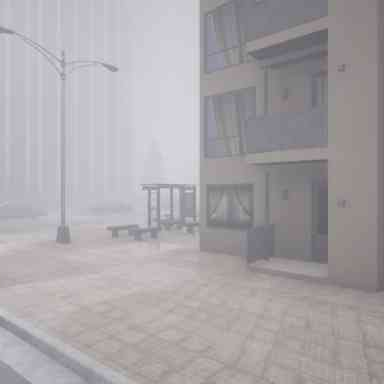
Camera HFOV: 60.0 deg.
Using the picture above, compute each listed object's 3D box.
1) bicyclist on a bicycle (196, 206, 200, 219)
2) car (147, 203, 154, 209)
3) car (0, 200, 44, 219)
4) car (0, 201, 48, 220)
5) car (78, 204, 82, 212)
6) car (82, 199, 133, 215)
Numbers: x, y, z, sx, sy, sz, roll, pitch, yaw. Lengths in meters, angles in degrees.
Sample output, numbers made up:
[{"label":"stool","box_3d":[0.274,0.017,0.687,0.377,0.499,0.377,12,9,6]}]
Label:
[{"label":"bicyclist on a bicycle","box_3d":[0.940,1.356,26.674,1.656,1.620,0.582,0,0,40]},{"label":"car","box_3d":[-3.540,1.275,45.405,2.150,2.045,5.566,0,0,41]},{"label":"car","box_3d":[-16.269,1.560,30.228,1.837,1.490,4.892,0,0,40]},{"label":"car","box_3d":[-14.554,1.603,26.819,2.033,1.411,5.357,0,0,40]},{"label":"car","box_3d":[-10.347,1.547,37.305,2.128,1.511,4.902,0,0,40]},{"label":"car","box_3d":[-8.403,1.656,34.177,1.895,1.301,4.718,0,0,40]}]
